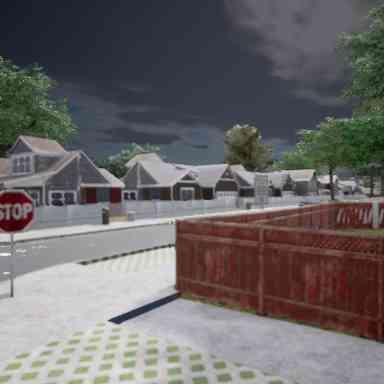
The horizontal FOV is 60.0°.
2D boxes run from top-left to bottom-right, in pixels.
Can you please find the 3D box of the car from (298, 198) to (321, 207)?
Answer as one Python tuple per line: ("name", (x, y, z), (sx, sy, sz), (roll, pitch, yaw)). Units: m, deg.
("car", (16.123, 1.537, 45.362), (2.033, 1.411, 5.357), (-1, 0, 36))
